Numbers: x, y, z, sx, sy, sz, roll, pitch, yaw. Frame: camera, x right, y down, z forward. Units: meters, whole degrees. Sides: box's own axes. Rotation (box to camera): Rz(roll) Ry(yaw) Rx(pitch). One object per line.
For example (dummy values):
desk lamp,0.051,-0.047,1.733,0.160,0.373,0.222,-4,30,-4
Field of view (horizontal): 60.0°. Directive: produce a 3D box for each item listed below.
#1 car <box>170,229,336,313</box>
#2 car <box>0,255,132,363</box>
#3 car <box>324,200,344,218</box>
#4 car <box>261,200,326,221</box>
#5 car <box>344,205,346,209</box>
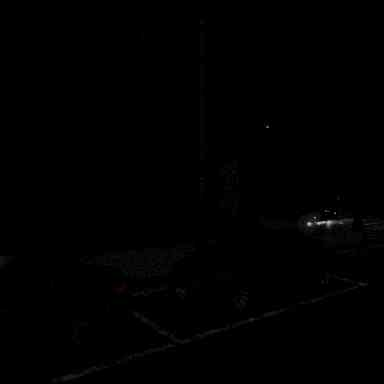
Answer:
car,1.560,1.566,7.648,4.313,1.339,1.947,0,0,-35
car,-2.878,1.582,4.482,4.206,1.307,1.802,0,0,-35
car,10.266,1.480,29.131,1.837,1.490,4.892,0,0,-36
car,7.684,1.532,27.153,2.033,1.411,5.357,0,0,-36
car,13.756,1.549,35.616,1.895,1.301,4.718,0,0,-35
